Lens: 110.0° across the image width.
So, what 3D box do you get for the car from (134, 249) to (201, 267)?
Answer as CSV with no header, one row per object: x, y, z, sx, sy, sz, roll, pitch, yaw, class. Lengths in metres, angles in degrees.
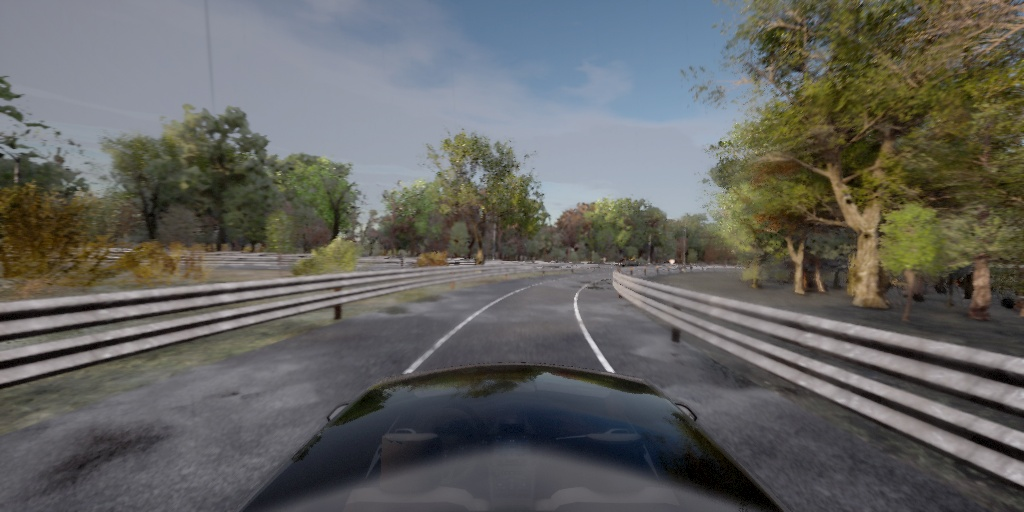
-32.910,0.345,34.298,4.718,1.301,1.895,2,0,-39,car

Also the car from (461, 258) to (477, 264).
-6.966,1.175,64.297,4.674,1.442,1.812,2,0,-39,car
